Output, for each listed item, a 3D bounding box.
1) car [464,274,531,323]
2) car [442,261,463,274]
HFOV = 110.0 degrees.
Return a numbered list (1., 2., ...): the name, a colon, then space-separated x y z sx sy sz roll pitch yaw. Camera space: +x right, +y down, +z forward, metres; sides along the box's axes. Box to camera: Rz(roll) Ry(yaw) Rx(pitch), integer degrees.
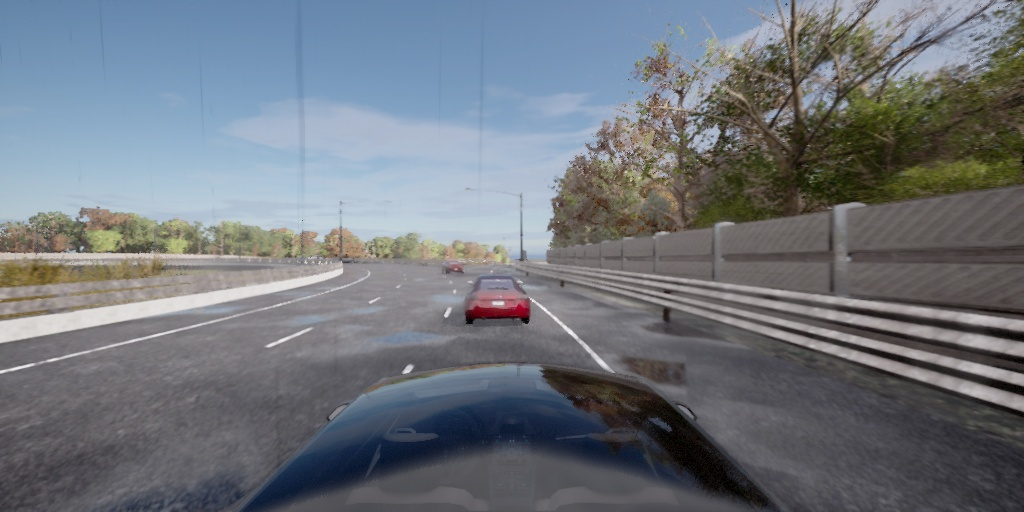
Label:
1. car: -0.569 1.307 12.129 1.994 1.385 4.181 0 0 -5
2. car: -6.696 1.253 40.158 1.812 1.442 4.674 0 0 -19
